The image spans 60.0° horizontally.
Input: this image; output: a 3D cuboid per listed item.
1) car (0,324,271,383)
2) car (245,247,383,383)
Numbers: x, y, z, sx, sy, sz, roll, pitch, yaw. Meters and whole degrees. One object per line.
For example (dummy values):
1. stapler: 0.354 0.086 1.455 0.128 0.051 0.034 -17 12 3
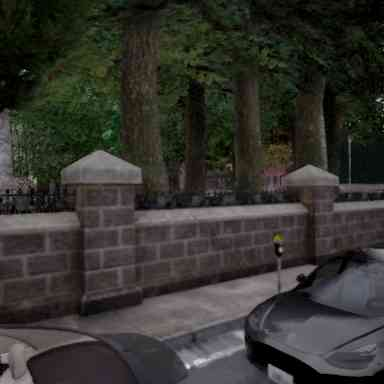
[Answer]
1. car: -1.938 1.553 1.436 4.403 1.369 2.008 0 0 -35
2. car: 2.694 1.555 4.739 4.313 1.339 1.947 0 0 -35
